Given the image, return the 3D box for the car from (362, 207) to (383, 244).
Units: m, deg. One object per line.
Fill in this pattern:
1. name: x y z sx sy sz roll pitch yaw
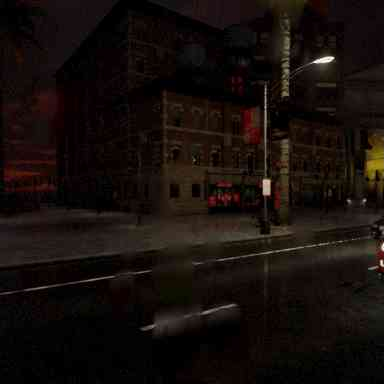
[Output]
1. car: 10.305 1.494 15.558 4.902 1.511 2.128 0 0 -35

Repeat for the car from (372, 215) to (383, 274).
1. car: 6.971 1.353 8.931 4.553 1.767 2.097 0 0 -35
